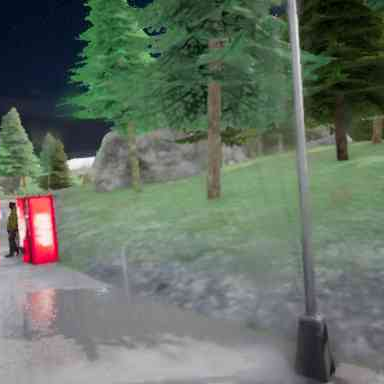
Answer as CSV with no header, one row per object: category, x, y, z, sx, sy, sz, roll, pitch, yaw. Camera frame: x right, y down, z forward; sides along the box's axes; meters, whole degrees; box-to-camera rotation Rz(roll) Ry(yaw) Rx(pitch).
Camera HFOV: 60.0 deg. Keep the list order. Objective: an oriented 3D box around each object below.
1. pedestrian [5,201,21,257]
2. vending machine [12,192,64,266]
pedestrian,-5.870,1.204,10.916,0.375,1.860,0.375,5,-7,-40
vending machine,-4.884,1.118,10.533,1.100,2.100,0.880,-6,0,-42
